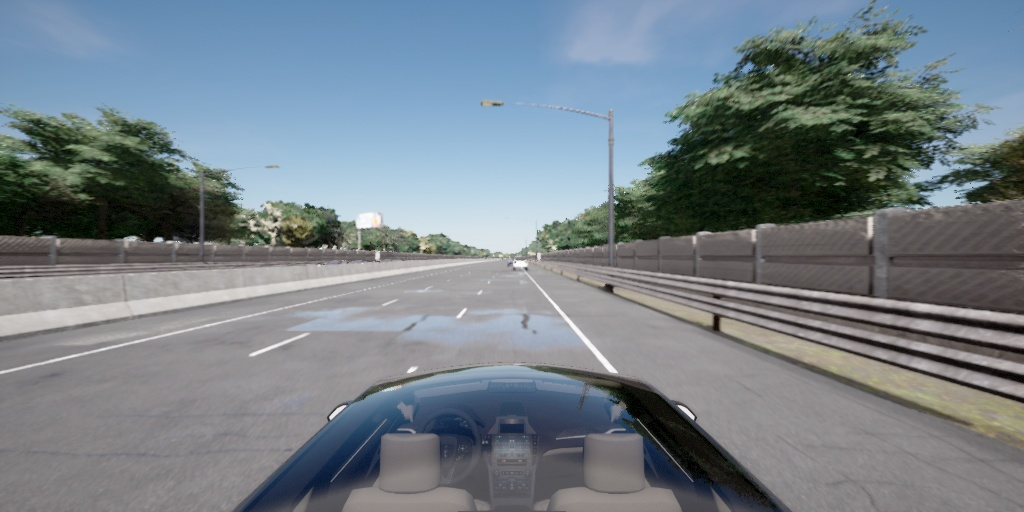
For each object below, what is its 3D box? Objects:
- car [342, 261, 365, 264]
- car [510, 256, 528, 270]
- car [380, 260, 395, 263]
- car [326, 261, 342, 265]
[{"bbox_3d":[-21.053,1.380,49.273,1.994,1.385,4.181,0,0,1],"label":"car"},{"bbox_3d":[1.213,1.051,52.867,2.150,2.045,5.566,0,0,0],"label":"car"},{"bbox_3d":[-17.547,1.325,50.407,1.837,1.490,4.892,0,0,0],"label":"car"},{"bbox_3d":[-24.546,1.381,50.046,1.994,1.385,4.181,0,0,1],"label":"car"}]
